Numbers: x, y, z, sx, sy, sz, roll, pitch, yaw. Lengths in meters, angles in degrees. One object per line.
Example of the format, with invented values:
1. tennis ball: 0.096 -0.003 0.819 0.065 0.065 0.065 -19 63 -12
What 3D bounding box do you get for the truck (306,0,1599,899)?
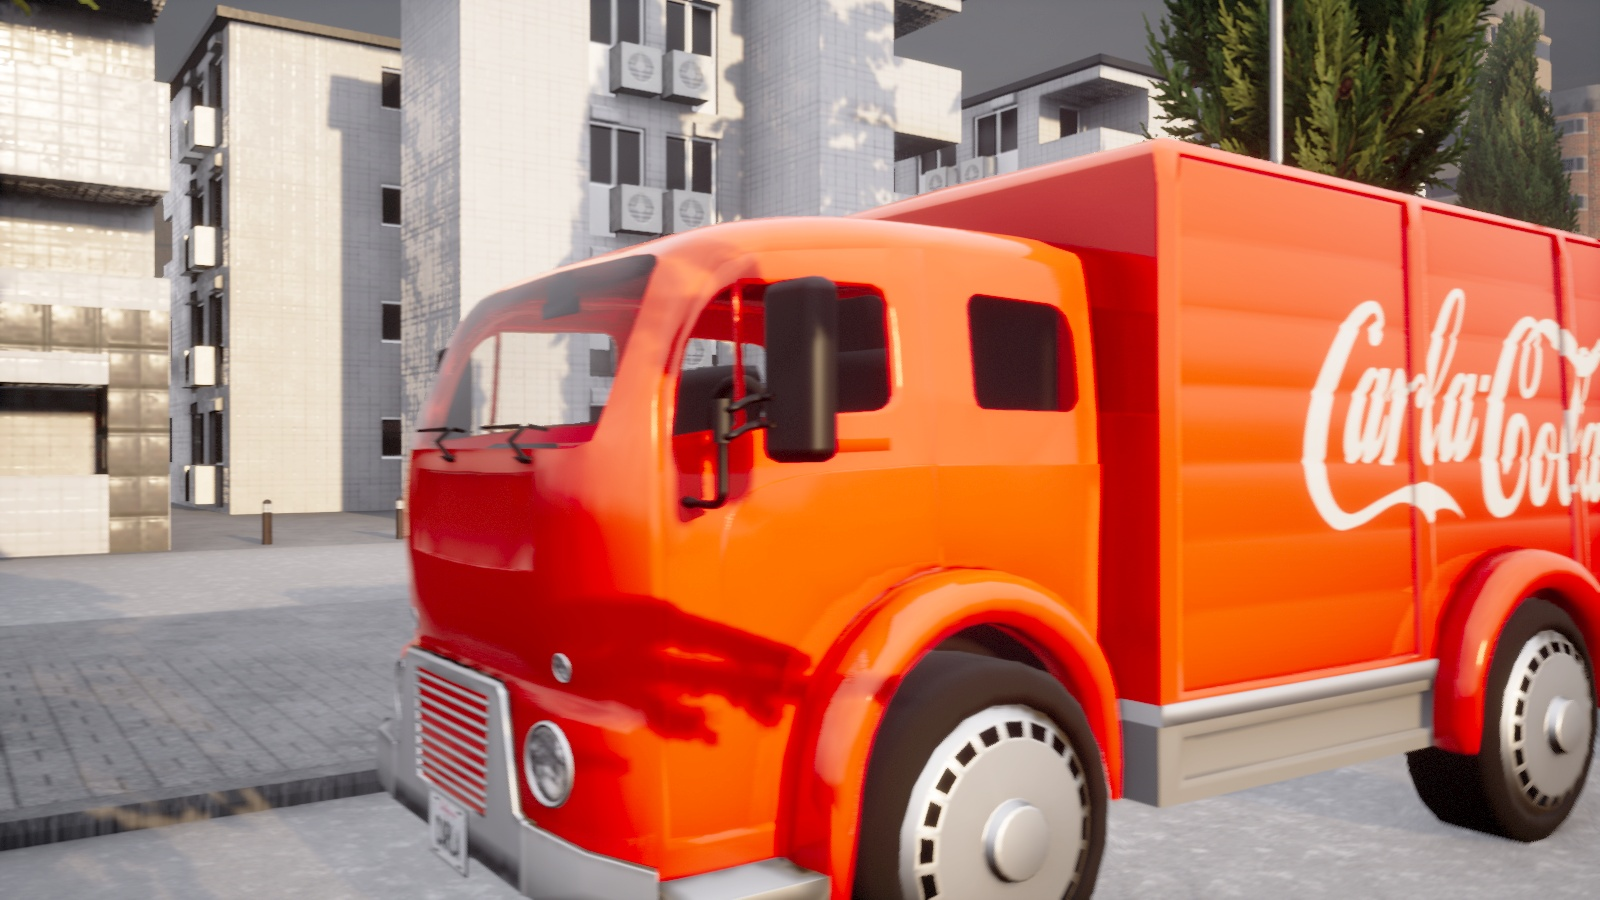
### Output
1. truck: 1.080 0.253 5.022 5.204 2.467 2.627 0 0 -35
